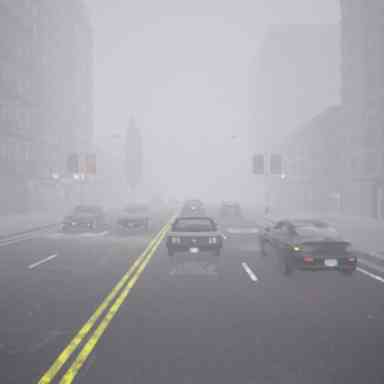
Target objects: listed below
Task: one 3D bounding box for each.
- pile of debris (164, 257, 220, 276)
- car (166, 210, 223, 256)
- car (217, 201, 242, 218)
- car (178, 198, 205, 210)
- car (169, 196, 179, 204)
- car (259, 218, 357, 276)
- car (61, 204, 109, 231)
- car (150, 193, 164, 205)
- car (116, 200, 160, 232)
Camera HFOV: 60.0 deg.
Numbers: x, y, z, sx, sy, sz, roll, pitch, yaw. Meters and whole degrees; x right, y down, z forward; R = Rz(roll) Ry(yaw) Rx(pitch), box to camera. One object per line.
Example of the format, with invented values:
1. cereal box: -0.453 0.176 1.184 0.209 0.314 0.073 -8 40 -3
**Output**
1. pile of debris: 0.002 2.185 9.872 1.500 0.140 1.860 0 0 0
2. car: 0.085 1.613 13.137 1.895 1.301 4.718 0 0 0
3. car: 3.354 1.518 30.195 2.128 1.511 4.902 0 0 0
4. car: 0.105 1.378 29.956 2.097 1.767 4.553 0 0 0
5. car: -3.265 1.501 62.066 1.882 1.535 5.008 0 0 1
6. car: 3.342 1.535 10.298 1.812 1.442 4.674 0 0 0
7. car: -6.595 1.524 20.969 1.837 1.490 4.892 0 0 0
8. car: -6.511 1.245 62.032 2.150 2.045 5.566 0 0 1
9. car: -3.346 1.497 20.628 1.882 1.535 5.008 0 0 0
